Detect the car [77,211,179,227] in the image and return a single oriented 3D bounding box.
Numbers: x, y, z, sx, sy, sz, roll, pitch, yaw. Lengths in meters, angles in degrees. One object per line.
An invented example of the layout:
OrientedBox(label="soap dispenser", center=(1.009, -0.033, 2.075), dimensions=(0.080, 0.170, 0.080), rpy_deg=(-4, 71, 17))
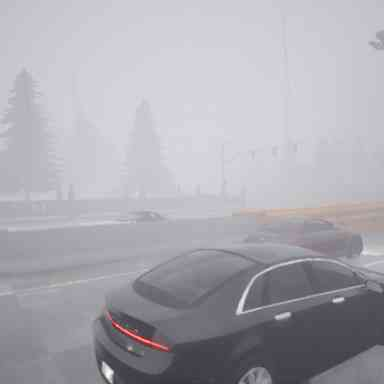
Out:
OrientedBox(label="car", center=(-2.706, 1.536, 14.947), dimensions=(4.718, 1.301, 1.895), rpy_deg=(-1, 1, -35))

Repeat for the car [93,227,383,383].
OrientedBox(label="car", center=(1.170, 1.481, 4.580), dimensions=(4.892, 1.490, 1.837), rpy_deg=(1, 0, -35))

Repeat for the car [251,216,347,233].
OrientedBox(label="car", center=(3.583, 1.455, 10.584), dimensions=(4.181, 1.385, 1.994), rpy_deg=(-1, 1, -35))

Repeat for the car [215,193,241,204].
OrientedBox(label="car", center=(5.517, 0.958, 50.605), dimensions=(2.128, 1.511, 4.902), rpy_deg=(-1, 1, -35))
